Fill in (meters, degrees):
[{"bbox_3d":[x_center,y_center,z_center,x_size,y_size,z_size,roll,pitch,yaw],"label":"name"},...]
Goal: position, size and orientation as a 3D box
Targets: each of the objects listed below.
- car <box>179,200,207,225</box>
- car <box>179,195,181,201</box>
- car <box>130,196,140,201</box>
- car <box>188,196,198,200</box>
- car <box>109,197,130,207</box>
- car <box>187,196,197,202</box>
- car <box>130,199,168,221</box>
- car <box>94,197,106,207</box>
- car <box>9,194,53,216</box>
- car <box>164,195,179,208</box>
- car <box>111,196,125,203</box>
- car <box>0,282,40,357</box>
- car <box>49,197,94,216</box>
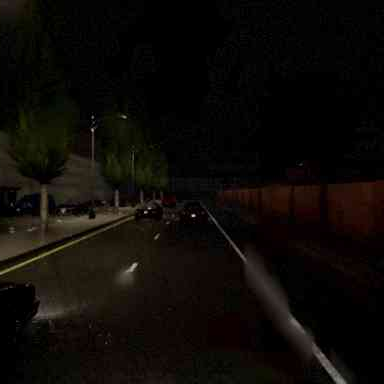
[{"bbox_3d":[0.098,1.563,24.435,1.994,1.385,4.181,0,0,0],"label":"car"},{"bbox_3d":[-3.507,1.495,77.858,1.837,1.490,4.892,0,0,0],"label":"car"},{"bbox_3d":[-11.507,1.546,67.657,1.994,1.385,4.181,0,0,0],"label":"car"},{"bbox_3d":[0.096,1.545,41.978,2.033,1.411,5.357,0,0,0],"label":"car"},{"bbox_3d":[-11.564,1.502,52.054,1.837,1.490,4.892,0,0,0],"label":"car"},{"bbox_3d":[-0.006,1.548,74.562,1.994,1.385,4.181,0,0,0],"label":"car"},{"bbox_3d":[-3.402,1.545,27.047,2.033,1.411,5.357,0,0,0],"label":"car"},{"bbox_3d":[-15.063,1.543,52.223,2.033,1.411,5.357,0,0,0],"label":"car"},{"bbox_3d":[-15.285,1.219,32.308,2.150,2.045,5.566,0,0,3],"label":"car"},{"bbox_3d":[-3.404,1.474,49.120,1.882,1.535,5.008,0,0,0],"label":"car"},{"bbox_3d":[-15.006,1.586,67.559,1.895,1.301,4.718,0,0,0],"label":"car"},{"bbox_3d":[-3.400,1.547,2.960,2.033,1.411,5.357,0,0,0],"label":"car"},{"bbox_3d":[-11.598,1.489,32.409,2.128,1.511,4.902,0,0,0],"label":"car"}]
